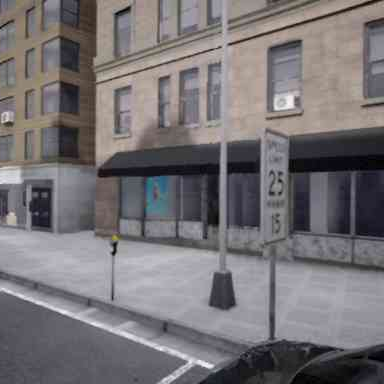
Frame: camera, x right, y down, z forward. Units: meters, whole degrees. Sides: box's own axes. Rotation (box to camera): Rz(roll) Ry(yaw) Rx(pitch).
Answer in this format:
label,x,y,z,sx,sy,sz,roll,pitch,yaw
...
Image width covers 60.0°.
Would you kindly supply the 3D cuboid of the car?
label,x,y,z,sx,sy,sz,roll,pitch,yaw
car,1.794,1.579,1.743,4.313,1.339,1.947,0,0,37
